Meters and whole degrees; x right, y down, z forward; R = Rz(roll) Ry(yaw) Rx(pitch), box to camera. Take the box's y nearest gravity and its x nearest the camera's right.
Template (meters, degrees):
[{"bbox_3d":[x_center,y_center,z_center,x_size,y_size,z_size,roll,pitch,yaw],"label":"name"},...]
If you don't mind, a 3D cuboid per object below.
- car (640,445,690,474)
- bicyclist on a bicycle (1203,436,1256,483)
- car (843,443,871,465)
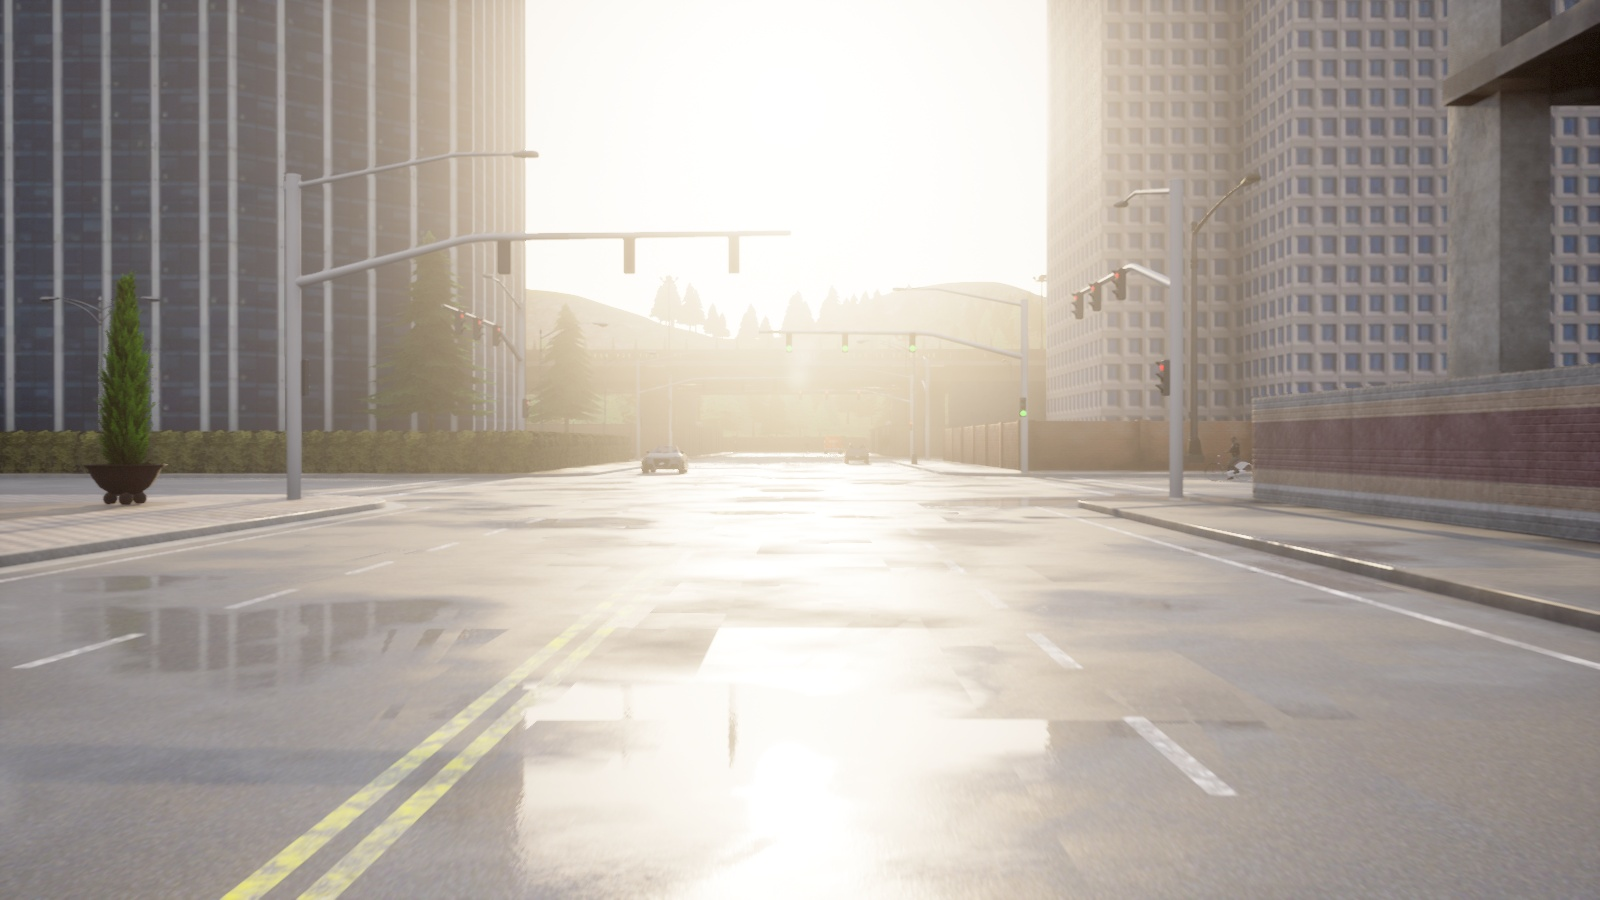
[{"bbox_3d":[-6.632,0.455,62.095,1.994,1.385,4.181,0,0,0],"label":"car"},{"bbox_3d":[16.618,0.356,48.615,1.843,1.776,0.659,0,0,1],"label":"bicyclist on a bicycle"},{"bbox_3d":[4.024,0.261,89.264,1.845,1.501,3.633,0,0,0],"label":"car"}]
